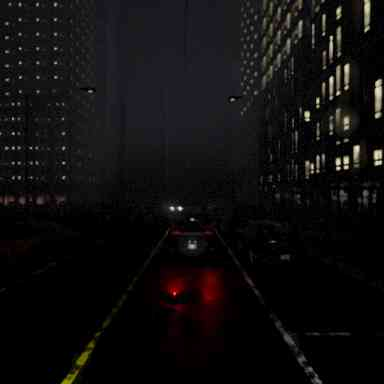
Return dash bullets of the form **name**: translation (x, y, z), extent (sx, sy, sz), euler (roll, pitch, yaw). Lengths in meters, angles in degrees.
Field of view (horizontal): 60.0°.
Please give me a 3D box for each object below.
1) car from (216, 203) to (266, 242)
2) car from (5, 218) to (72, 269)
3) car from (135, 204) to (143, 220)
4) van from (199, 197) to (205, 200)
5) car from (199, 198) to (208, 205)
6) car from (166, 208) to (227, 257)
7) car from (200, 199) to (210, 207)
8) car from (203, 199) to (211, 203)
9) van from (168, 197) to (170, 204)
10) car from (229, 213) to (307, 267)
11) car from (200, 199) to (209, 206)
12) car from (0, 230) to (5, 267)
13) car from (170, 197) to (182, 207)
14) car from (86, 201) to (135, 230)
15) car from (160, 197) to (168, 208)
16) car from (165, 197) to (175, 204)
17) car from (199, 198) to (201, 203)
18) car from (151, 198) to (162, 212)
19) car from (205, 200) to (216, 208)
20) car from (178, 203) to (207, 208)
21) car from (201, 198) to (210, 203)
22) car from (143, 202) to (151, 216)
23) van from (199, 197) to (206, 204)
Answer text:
- **car**: translation (2.676, 1.480, 17.387), extent (2.192, 1.841, 5.009), euler (-1, -1, 0)
- **car**: translation (-5.701, 1.635, 11.592), extent (1.752, 1.417, 4.829), euler (-1, -1, 0)
- **car**: translation (-5.697, 1.816, 28.637), extent (1.887, 1.381, 4.507), euler (-1, -1, 0)
- **van**: translation (2.686, 1.935, 62.386), extent (1.690, 1.788, 3.998), euler (-1, -1, 0)
- **car**: translation (2.691, 2.194, 79.261), extent (1.967, 1.590, 4.097), euler (-1, -1, 0)
- **car**: translation (0.020, 1.621, 13.512), extent (2.128, 1.511, 4.902), euler (0, 0, 0)
- **car**: translation (2.691, 2.174, 68.179), extent (1.752, 1.417, 4.829), euler (-1, -1, 0)
- **car**: translation (2.685, 1.923, 39.884), extent (1.887, 1.381, 4.507), euler (-1, -1, 0)
- **van**: translation (-5.695, 1.935, 62.388), extent (1.690, 1.788, 3.998), euler (-1, -1, 0)
- **car**: translation (2.679, 1.662, 11.761), extent (2.008, 1.369, 4.403), euler (-1, -1, 0)
- **car**: translation (2.693, 2.283, 73.634), extent (1.802, 1.307, 4.206), euler (-1, -1, 0)
- **car**: translation (-5.702, 1.625, 6.138), extent (1.947, 1.339, 4.313), euler (-1, -1, 0)
- **car**: translation (-3.005, 2.214, 64.499), extent (1.895, 1.301, 4.718), euler (0, -1, 1)
- **car**: translation (-5.703, 1.533, 23.014), extent (2.192, 1.841, 5.009), euler (-1, -1, 0)
- **car**: translation (-5.693, 1.980, 56.762), extent (1.967, 1.590, 4.097), euler (-1, -1, 0)
- **car**: translation (-5.690, 2.123, 84.889), extent (2.192, 1.841, 5.009), euler (-1, -1, 0)
- **car**: translation (2.689, 2.106, 56.759), extent (1.947, 1.339, 4.313), euler (-1, -1, 0)
- **car**: translation (-5.694, 1.977, 45.511), extent (1.887, 1.381, 4.507), euler (-1, -1, 0)
- **car**: translation (2.684, 1.875, 34.259), extent (2.008, 1.369, 4.403), euler (-1, -1, 0)
- **car**: translation (0.020, 1.868, 28.242), extent (1.895, 1.301, 4.718), euler (0, -1, 0)
- **car**: translation (2.688, 2.013, 51.304), extent (1.752, 1.417, 4.829), euler (-1, -1, 0)
- **car**: translation (-5.696, 1.906, 34.261), extent (1.802, 1.307, 4.206), euler (-1, -1, 0)
- **van**: translation (2.691, 2.149, 84.887), extent (1.690, 1.788, 3.998), euler (-1, -1, 0)
